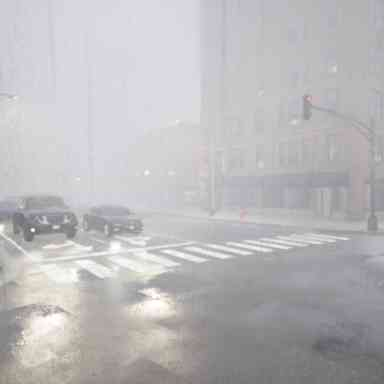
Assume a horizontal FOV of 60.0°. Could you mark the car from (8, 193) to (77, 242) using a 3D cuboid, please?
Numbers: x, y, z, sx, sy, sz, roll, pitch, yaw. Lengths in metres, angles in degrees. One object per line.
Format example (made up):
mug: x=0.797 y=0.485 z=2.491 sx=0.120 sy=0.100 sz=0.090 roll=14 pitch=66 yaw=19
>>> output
car: x=-7.563 y=1.191 z=16.842 sx=2.150 sy=2.045 sz=5.566 roll=0 pitch=0 yaw=-36

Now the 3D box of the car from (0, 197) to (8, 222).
car: x=-14.347 y=1.431 z=26.248 sx=1.882 sy=1.535 sz=5.008 roll=0 pitch=1 yaw=-36

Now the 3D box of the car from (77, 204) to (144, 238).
car: x=-4.324 y=1.465 z=17.891 sx=1.837 sy=1.490 sz=4.892 roll=0 pitch=0 yaw=-37

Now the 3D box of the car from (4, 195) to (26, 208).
car: x=-24.632 y=1.264 z=46.220 sx=2.097 sy=1.767 sz=4.553 roll=0 pitch=0 yaw=-36

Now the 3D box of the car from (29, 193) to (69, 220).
car: x=-12.865 y=1.151 z=29.753 sx=2.150 sy=2.045 sz=5.566 roll=0 pitch=2 yaw=-35
